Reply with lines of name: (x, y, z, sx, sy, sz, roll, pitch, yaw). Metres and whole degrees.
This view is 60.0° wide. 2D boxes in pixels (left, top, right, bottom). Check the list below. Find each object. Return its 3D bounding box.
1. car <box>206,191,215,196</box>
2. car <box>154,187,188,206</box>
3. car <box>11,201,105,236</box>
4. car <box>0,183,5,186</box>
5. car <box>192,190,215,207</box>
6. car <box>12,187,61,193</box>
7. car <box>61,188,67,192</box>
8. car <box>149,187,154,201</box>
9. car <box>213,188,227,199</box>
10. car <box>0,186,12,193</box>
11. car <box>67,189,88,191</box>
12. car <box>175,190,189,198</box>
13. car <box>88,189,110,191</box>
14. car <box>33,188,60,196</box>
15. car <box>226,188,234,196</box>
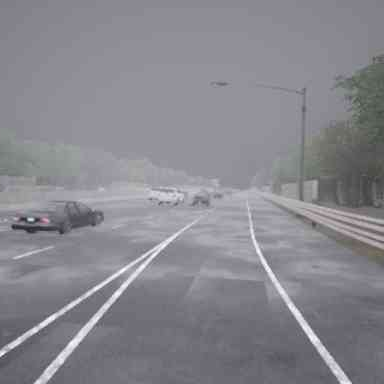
car: (4.662, 0.383, 82.710, 1.895, 1.301, 4.718, 2, 1, 9)
car: (-2.333, 0.494, 38.631, 2.150, 2.045, 5.566, 2, 1, 9)
car: (-5.997, 1.114, 15.645, 2.033, 1.411, 5.357, 2, 1, 9)
car: (-23.753, -0.099, 37.987, 2.150, 2.045, 5.566, 2, 1, 10)
car: (1.225, 0.876, 38.787, 1.837, 1.490, 4.892, 2, 1, 9)
car: (-16.921, 0.249, 36.483, 2.097, 1.767, 4.553, 2, 1, 9)
car: (-21.226, 0.043, 53.708, 1.994, 1.385, 4.181, 2, 1, 10)
car: (-4.493, 0.283, 47.322, 2.150, 2.045, 5.566, 2, 1, 9)
car: (4.991, 0.589, 62.474, 1.837, 1.490, 4.892, 2, 1, 9)
car: (-20.349, 0.353, 37.223, 1.994, 1.385, 4.181, 2, 1, 9)
car: (-17.691, 0.144, 53.652, 1.994, 1.385, 4.181, 2, 1, 10)
car: (-1.921, 0.395, 63.569, 1.812, 1.442, 4.674, 2, 1, 9)
car: (-14.258, 0.215, 52.992, 1.812, 1.442, 4.674, 2, 1, 10)
car: (-24.394, -0.047, 55.960, 1.895, 1.301, 4.718, 2, 1, 9)
car: (10.101, 0.027, 94.581, 2.150, 2.045, 5.566, 2, 1, 9)
